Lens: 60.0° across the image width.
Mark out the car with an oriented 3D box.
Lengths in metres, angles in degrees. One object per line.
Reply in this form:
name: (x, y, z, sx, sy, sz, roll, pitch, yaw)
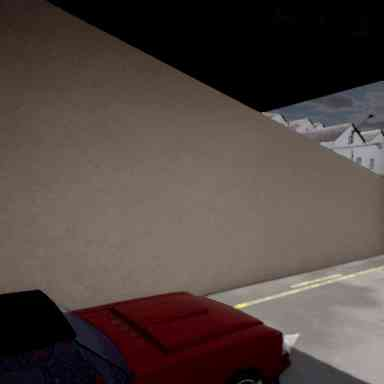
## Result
car: (-1.321, 1.602, 2.827, 4.718, 1.301, 1.895, 0, 0, -35)
